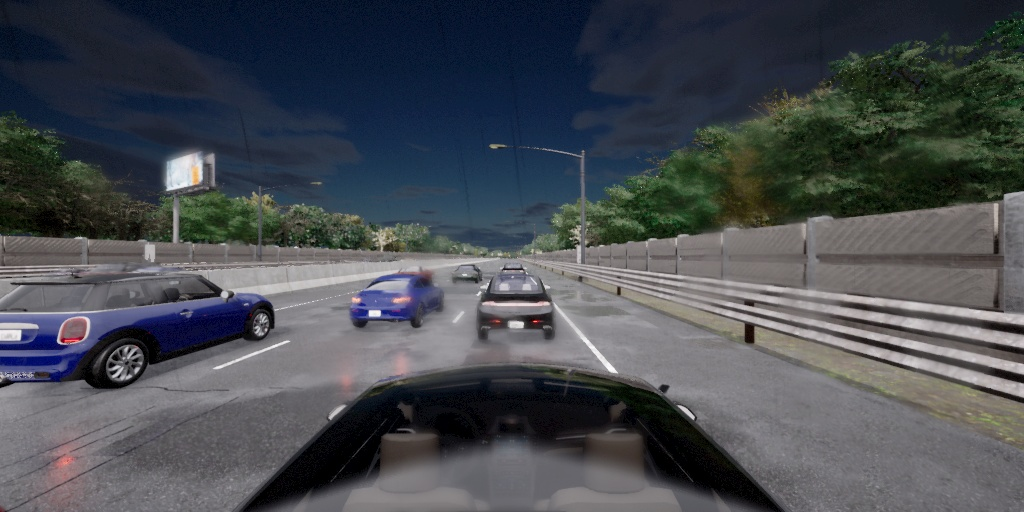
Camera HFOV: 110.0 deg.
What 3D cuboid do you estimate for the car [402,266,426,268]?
[{"bbox_3d":[-6.905,1.371,25.639,1.895,1.301,4.718,0,0,1],"label":"car"}]

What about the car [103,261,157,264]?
[{"bbox_3d":[-21.101,1.112,19.289,2.097,1.767,4.553,0,0,0],"label":"car"}]

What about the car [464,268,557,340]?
[{"bbox_3d":[0.100,1.244,9.978,2.128,1.511,4.902,0,0,0],"label":"car"}]

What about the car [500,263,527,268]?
[{"bbox_3d":[0.094,1.264,27.217,2.128,1.511,4.902,0,0,0],"label":"car"}]

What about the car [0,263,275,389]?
[{"bbox_3d":[-6.896,1.104,7.022,2.097,1.767,4.553,0,0,-1],"label":"car"}]

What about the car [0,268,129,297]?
[{"bbox_3d":[-24.602,1.363,19.773,1.895,1.301,4.718,0,0,0],"label":"car"}]

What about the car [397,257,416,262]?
[{"bbox_3d":[-17.502,1.262,61.146,1.882,1.535,5.008,0,0,0],"label":"car"}]

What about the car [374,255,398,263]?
[{"bbox_3d":[-21.002,0.808,61.119,2.150,2.045,5.566,0,0,0],"label":"car"}]

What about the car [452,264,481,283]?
[{"bbox_3d":[-3.403,1.338,27.843,1.994,1.385,4.181,0,0,0],"label":"car"}]

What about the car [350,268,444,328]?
[{"bbox_3d":[-3.405,1.280,11.295,1.812,1.442,4.674,0,0,1],"label":"car"}]
